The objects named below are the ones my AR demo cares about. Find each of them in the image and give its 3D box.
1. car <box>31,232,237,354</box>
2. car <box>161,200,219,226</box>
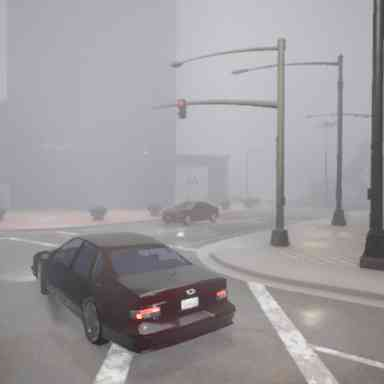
[{"bbox_3d":[-1.563,1.507,6.413,2.033,1.411,5.357,0,0,-38],"label":"car"},{"bbox_3d":[-0.045,1.359,22.977,1.882,1.535,5.008,1,0,36],"label":"car"}]
